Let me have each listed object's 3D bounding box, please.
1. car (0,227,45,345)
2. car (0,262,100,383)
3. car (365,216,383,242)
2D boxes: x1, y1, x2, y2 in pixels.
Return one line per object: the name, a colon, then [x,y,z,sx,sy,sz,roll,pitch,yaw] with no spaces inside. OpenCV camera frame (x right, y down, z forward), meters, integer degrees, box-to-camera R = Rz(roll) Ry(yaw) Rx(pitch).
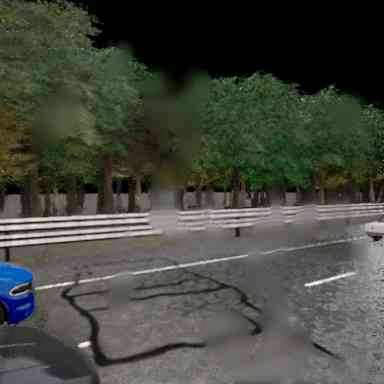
car: [-4.897,1.479,4.554,5.008,1.535,1.882,0,0,-35]
car: [-2.913,1.506,1.670,4.892,1.490,1.837,0,0,-35]
car: [9.920,1.582,15.114,4.718,1.301,1.895,0,0,-35]
